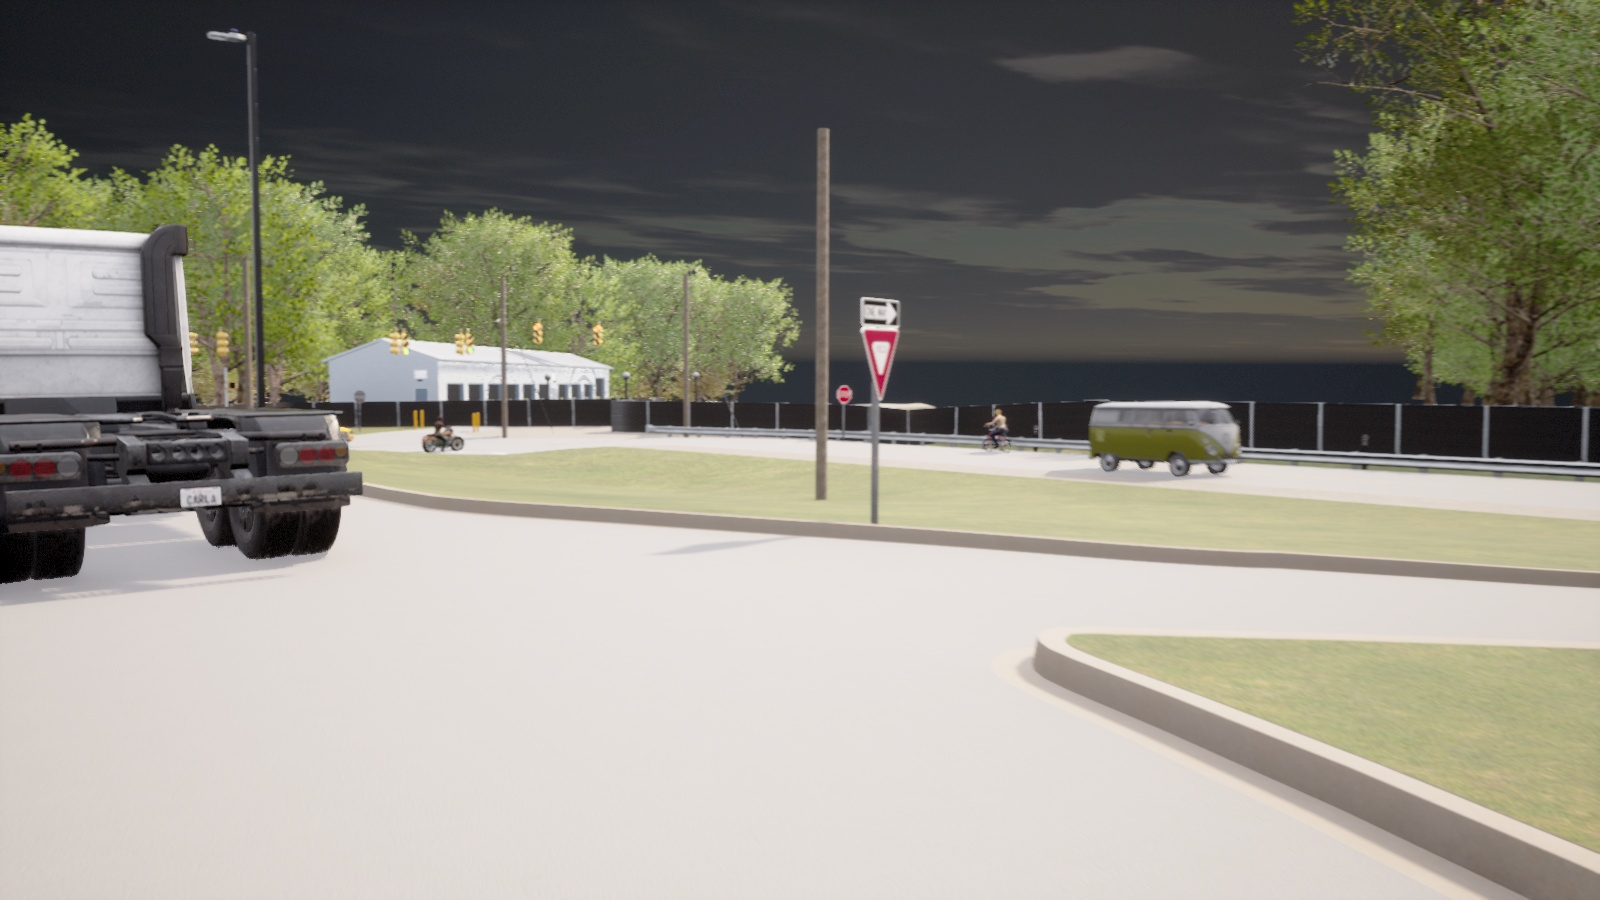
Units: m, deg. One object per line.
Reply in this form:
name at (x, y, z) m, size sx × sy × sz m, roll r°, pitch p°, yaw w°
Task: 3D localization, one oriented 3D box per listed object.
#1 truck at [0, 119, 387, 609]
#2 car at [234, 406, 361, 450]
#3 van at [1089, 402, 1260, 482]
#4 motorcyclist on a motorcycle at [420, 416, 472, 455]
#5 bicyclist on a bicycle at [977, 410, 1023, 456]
truck at (-7.179, -0.809, 12.771) m, size 2.891 × 3.462 × 7.936 m, roll -3°, pitch 4°, yaw -39°
car at (-19.203, -0.830, 48.309) m, size 1.801 × 1.575 × 5.366 m, roll 1°, pitch 1°, yaw 13°
van at (10.159, -0.293, 34.418) m, size 1.775 × 1.987 × 4.442 m, roll -2°, pitch 3°, yaw -31°
motorcyclist on a motorcycle at (-15.863, -0.680, 56.322) m, size 0.766 × 1.649 × 2.350 m, roll 3°, pitch 4°, yaw 31°
bicyclist on a bicycle at (7.290, -0.637, 45.855) m, size 0.866 × 1.612 × 1.509 m, roll -2°, pitch 3°, yaw -32°
